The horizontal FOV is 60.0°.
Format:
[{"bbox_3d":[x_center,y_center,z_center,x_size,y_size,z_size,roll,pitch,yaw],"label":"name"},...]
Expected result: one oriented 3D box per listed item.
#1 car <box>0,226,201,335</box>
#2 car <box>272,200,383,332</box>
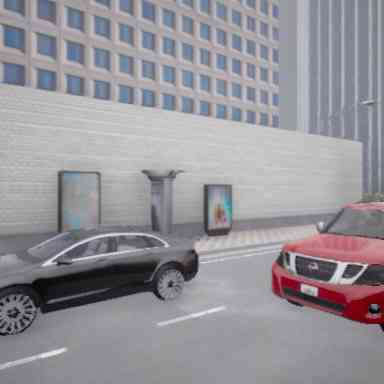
[{"bbox_3d":[-2.092,1.489,6.778,4.902,1.511,2.128,0,0,-35],"label":"car"},{"bbox_3d":[4.137,1.217,6.884,5.566,2.045,2.150,0,0,-35],"label":"car"}]
